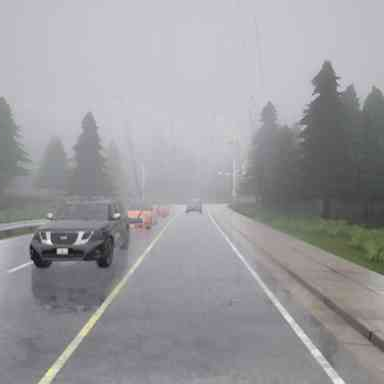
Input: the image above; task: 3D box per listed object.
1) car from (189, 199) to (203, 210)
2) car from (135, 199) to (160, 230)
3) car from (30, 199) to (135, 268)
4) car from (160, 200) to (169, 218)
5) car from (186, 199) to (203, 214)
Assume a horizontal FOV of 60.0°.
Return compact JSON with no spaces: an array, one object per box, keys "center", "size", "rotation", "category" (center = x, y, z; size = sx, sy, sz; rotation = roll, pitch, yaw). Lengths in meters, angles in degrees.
[{"center":[0.638,1.787,49.341],"size":[1.837,1.490,4.892],"rotation":[0,0,2],"category":"car"},{"center":[-3.575,1.475,22.162],"size":[2.097,1.767,4.553],"rotation":[0,0,0],"category":"car"},{"center":[-3.621,1.284,11.869],"size":[2.150,2.045,5.566],"rotation":[0,0,-1],"category":"car"},{"center":[-3.429,1.535,32.412],"size":[2.097,1.767,4.553],"rotation":[0,0,1],"category":"car"},{"center":[0.249,1.769,38.949],"size":[2.033,1.411,5.357],"rotation":[0,0,2],"category":"car"}]
